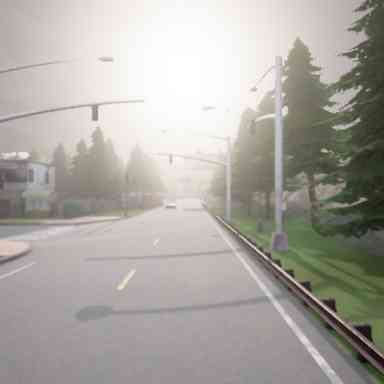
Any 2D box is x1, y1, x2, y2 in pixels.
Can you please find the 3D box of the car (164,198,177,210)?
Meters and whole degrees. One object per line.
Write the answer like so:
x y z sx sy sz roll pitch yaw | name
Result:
-3.499 2.172 55.502 2.033 1.411 5.357 0 -1 0 | car
